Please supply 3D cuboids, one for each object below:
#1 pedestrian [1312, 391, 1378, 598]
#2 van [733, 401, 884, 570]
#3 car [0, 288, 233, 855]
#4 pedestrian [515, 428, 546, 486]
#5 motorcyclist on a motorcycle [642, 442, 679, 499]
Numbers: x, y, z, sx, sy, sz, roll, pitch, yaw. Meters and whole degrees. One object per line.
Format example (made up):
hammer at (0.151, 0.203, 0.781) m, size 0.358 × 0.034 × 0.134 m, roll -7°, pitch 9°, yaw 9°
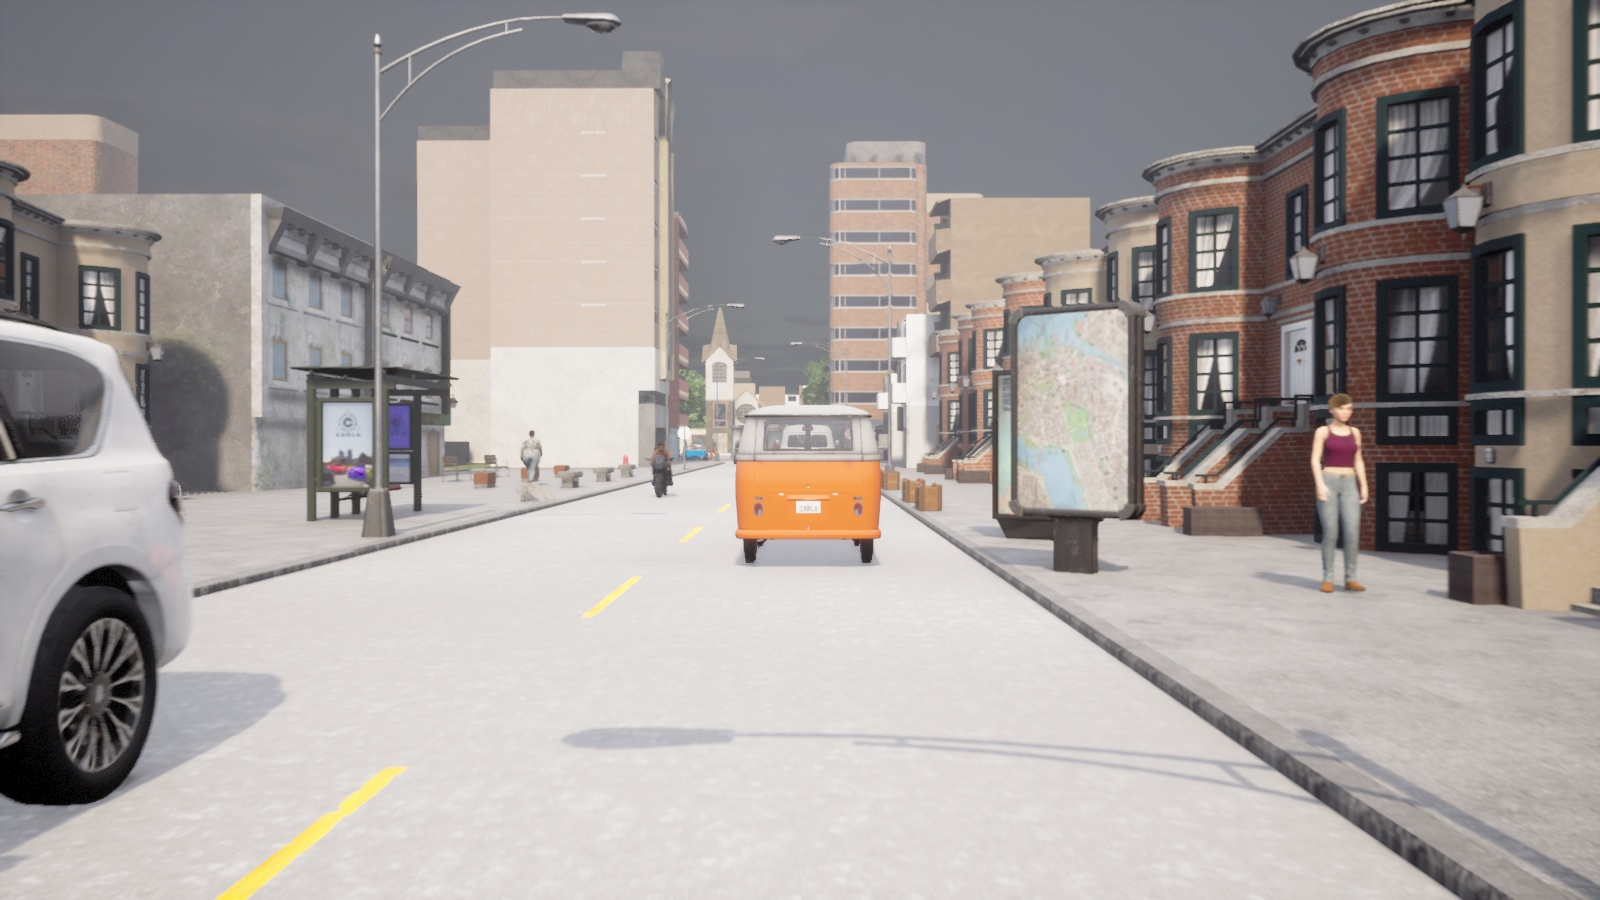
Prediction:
pedestrian at (4.970, 0.396, 11.468) m, size 0.345 × 1.836 × 0.594 m, roll 0°, pitch 0°, yaw 0°
van at (0.110, 0.404, 17.000) m, size 1.775 × 1.987 × 4.442 m, roll 0°, pitch 0°, yaw 0°
car at (-3.965, 0.442, 3.585) m, size 2.150 × 2.045 × 5.566 m, roll 0°, pitch 0°, yaw 0°
pedestrian at (-8.735, 0.220, 40.710) m, size 0.874 × 1.855 × 0.900 m, roll 0°, pitch 0°, yaw -6°
motorcyclist on a motorcycle at (-3.794, 0.532, 34.285) m, size 0.797 × 1.523 × 2.044 m, roll 0°, pitch 0°, yaw 0°
